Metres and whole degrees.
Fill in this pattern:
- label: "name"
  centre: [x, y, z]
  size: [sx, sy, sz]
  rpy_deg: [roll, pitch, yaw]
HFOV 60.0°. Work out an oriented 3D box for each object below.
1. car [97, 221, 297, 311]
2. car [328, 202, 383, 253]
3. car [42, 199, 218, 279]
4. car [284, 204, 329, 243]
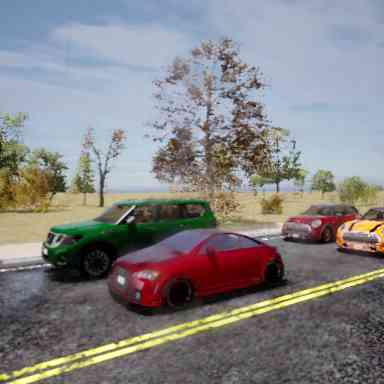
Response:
- label: "car"
  centre: [0.224, 1.578, 7.789]
  size: [4.181, 1.385, 1.994]
  rpy_deg: [0, 0, -35]
- label: "car"
  centre: [7.746, 1.364, 13.117]
  size: [4.553, 1.767, 2.097]
  rpy_deg: [0, 0, -35]
- label: "car"
  centre: [-1.635, 1.244, 10.463]
  size: [5.566, 2.045, 2.150]
  rpy_deg: [0, 0, -35]
- label: "car"
  centre: [6.491, 1.371, 16.216]
  size: [4.553, 1.767, 2.097]
  rpy_deg: [0, 0, -35]
